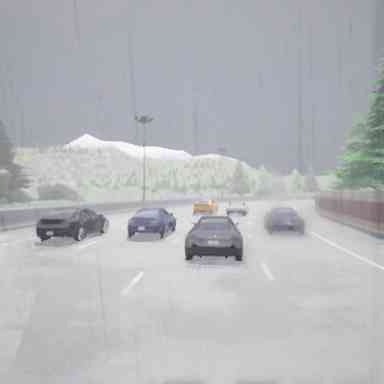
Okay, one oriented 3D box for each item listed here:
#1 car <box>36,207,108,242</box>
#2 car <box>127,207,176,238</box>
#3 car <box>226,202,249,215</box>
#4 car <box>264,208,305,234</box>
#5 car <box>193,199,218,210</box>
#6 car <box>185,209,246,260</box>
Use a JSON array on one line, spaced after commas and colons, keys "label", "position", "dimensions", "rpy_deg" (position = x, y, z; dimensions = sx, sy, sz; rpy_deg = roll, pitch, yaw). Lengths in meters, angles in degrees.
[{"label": "car", "position": [-5.734, 1.504, 16.496], "dimensions": [1.837, 1.490, 4.892], "rpy_deg": [0, 0, 7]}, {"label": "car", "position": [-2.051, 1.536, 17.766], "dimensions": [1.812, 1.442, 4.674], "rpy_deg": [0, 0, 7]}, {"label": "car", "position": [4.673, 1.643, 33.596], "dimensions": [1.895, 1.301, 4.718], "rpy_deg": [0, 0, 15]}, {"label": "car", "position": [5.293, 1.595, 19.430], "dimensions": [1.994, 1.385, 4.181], "rpy_deg": [0, 0, 9]}, {"label": "car", "position": [1.547, 1.513, 35.337], "dimensions": [1.882, 1.535, 5.008], "rpy_deg": [0, 0, 15]}, {"label": "car", "position": [0.877, 1.577, 12.566], "dimensions": [1.994, 1.385, 4.181], "rpy_deg": [0, 0, 6]}]
